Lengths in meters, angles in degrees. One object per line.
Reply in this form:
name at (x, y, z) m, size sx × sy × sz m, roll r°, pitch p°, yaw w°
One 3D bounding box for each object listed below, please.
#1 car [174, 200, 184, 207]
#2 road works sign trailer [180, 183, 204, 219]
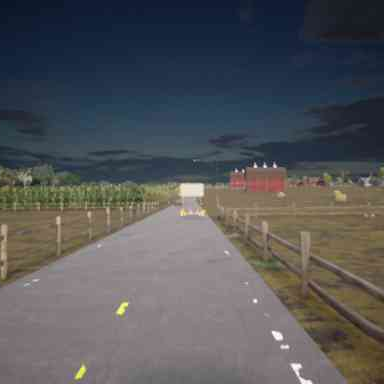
car at (-2.804, 2.368, 71.007) m, size 1.882 × 1.535 × 5.008 m, roll 0°, pitch -1°, yaw 0°
road works sign trailer at (-0.002, 0.856, 33.447) m, size 2.380 × 3.560 × 2.880 m, roll 0°, pitch -1°, yaw -1°
